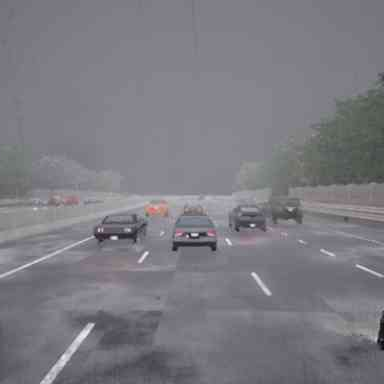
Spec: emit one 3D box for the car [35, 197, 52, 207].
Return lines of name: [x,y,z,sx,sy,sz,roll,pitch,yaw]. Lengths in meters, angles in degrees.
car: [-24.555,1.607,56.047,2.097,1.767,4.553,0,0,1]

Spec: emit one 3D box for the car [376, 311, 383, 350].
car: [3.499,1.595,2.822,1.994,1.385,4.181,0,-1,0]

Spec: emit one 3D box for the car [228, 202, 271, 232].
car: [3.498,1.665,21.567,1.837,1.490,4.892,0,0,0]

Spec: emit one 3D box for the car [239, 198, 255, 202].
car: [7.093,1.595,42.658,2.097,1.767,4.553,0,0,1]

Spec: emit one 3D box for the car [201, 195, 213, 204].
car: [3.493,1.786,71.747,1.812,1.442,4.674,0,0,0]

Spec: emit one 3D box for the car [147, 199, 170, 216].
car: [-3.403,1.568,34.184,2.097,1.767,4.553,0,0,0]

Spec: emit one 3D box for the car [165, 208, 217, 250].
car: [0.098,1.667,14.931,2.033,1.411,5.357,0,0,0]

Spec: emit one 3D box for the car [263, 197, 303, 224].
car: [7.097,1.407,26.604,2.150,2.045,5.566,0,0,0]

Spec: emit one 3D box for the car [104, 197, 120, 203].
car: [-14.062,1.734,58.773,1.882,1.535,5.008,0,0,0]

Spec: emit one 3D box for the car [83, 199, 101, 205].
car: [-17.552,1.857,58.421,1.895,1.301,4.718,0,0,1]

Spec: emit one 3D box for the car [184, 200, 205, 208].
car: [0.097,1.817,33.952,1.895,1.301,4.718,0,0,0]

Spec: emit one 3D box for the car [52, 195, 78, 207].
car: [-21.052,1.474,56.257,2.150,2.045,5.566,0,0,1]

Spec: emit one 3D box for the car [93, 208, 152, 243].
car: [-3.402,1.732,16.819,1.895,1.301,4.718,0,0,0]
